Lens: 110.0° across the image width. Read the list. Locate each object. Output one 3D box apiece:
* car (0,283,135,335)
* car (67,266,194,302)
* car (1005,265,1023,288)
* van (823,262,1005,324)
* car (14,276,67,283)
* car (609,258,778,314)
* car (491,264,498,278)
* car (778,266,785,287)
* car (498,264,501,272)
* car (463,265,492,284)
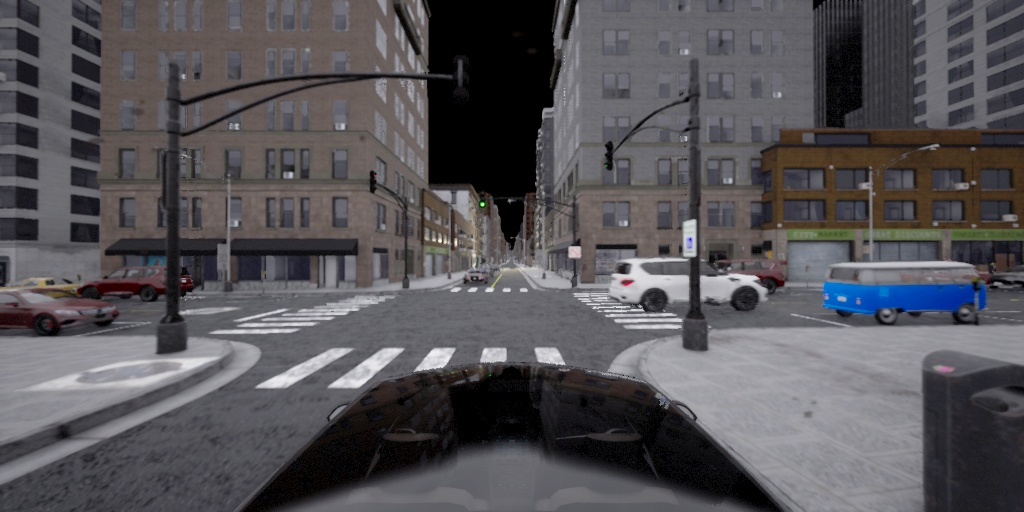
[{"bbox_3d":[-14.817,1.647,11.092,4.207,1.307,1.802,0,0,0],"label":"car"},{"bbox_3d":[-20.342,1.499,19.604,5.009,1.841,2.192,0,0,0],"label":"car"},{"bbox_3d":[28.927,1.148,19.724,4.313,1.339,1.948,0,0,0],"label":"car"},{"bbox_3d":[12.120,1.079,11.158,3.998,1.789,1.690,0,0,0],"label":"van"},{"bbox_3d":[-26.016,1.779,19.591,4.829,1.417,1.751,0,0,0],"label":"car"},{"bbox_3d":[6.631,1.070,13.918,5.566,2.045,2.150,-1,0,0],"label":"car"},{"bbox_3d":[-3.084,1.777,42.324,2.128,1.511,4.902,0,-1,0],"label":"car"},{"bbox_3d":[12.099,1.103,19.683,5.009,1.841,2.192,0,0,0],"label":"car"},{"bbox_3d":[-3.004,2.100,63.709,1.837,1.490,4.892,0,-1,0],"label":"car"},{"bbox_3d":[-3.089,1.701,31.517,1.994,1.385,4.181,0,-1,0],"label":"car"}]
